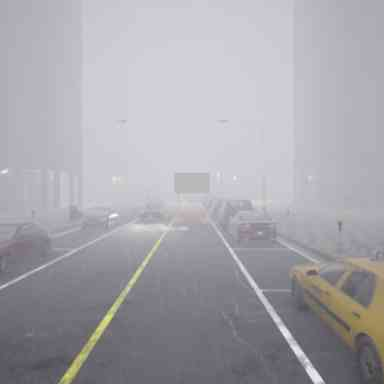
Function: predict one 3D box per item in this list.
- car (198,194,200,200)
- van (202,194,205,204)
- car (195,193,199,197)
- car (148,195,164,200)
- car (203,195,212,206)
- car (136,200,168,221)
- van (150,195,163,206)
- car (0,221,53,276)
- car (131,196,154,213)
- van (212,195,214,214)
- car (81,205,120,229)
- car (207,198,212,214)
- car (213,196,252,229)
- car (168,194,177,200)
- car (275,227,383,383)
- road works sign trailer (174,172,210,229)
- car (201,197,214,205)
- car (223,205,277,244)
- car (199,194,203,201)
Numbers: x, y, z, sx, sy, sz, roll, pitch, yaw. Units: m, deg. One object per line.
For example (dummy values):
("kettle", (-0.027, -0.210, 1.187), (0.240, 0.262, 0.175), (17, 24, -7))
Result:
("car", (2.764, 1.599, 65.543), (1.887, 1.381, 4.507), (0, 0, 0))
("van", (2.766, 1.379, 48.966), (1.690, 1.788, 3.998), (0, 0, 0))
("car", (2.764, 1.410, 92.584), (2.192, 1.841, 5.009), (0, 0, 0))
("car", (-5.766, 1.353, 48.980), (2.192, 1.841, 5.009), (0, 0, 0))
("car", (2.767, 1.473, 43.442), (1.967, 1.590, 4.097), (0, 0, 0))
("car", (-3.095, 1.622, 27.466), (1.895, 1.301, 4.718), (0, 0, 0))
("van", (-5.765, 1.384, 54.505), (1.690, 1.788, 3.998), (0, 0, 0))
("car", (-5.774, 1.590, 10.305), (1.802, 1.307, 4.206), (0, 0, 0))
("car", (-5.768, 1.555, 37.760), (1.752, 1.417, 4.829), (0, 0, 0))
("van", (2.769, 1.361, 26.865), (1.690, 1.788, 3.998), (0, 0, 0))
("car", (-5.772, 1.568, 21.355), (2.008, 1.369, 4.403), (0, 0, 0))
("car", (2.769, 1.575, 32.390), (2.008, 1.369, 4.403), (0, 0, 0))
("car", (2.770, 1.331, 21.339), (2.192, 1.841, 5.009), (0, 0, 0))
("car", (-5.761, 1.411, 92.594), (2.192, 1.841, 5.009), (0, 0, 0))
("car", (2.773, 1.529, 4.933), (1.752, 1.417, 4.829), (0, 0, 0))
("road works sign trailer", (0.001, 0.481, 21.808), (2.380, 3.560, 2.880), (0, 0, 0))
("car", (2.765, 1.599, 60.017), (2.008, 1.369, 4.403), (0, 0, 0))
("car", (2.772, 1.557, 15.814), (1.887, 1.381, 4.507), (0, 0, 0))
("car", (2.765, 1.357, 54.492), (2.192, 1.841, 5.009), (0, 0, 0))
